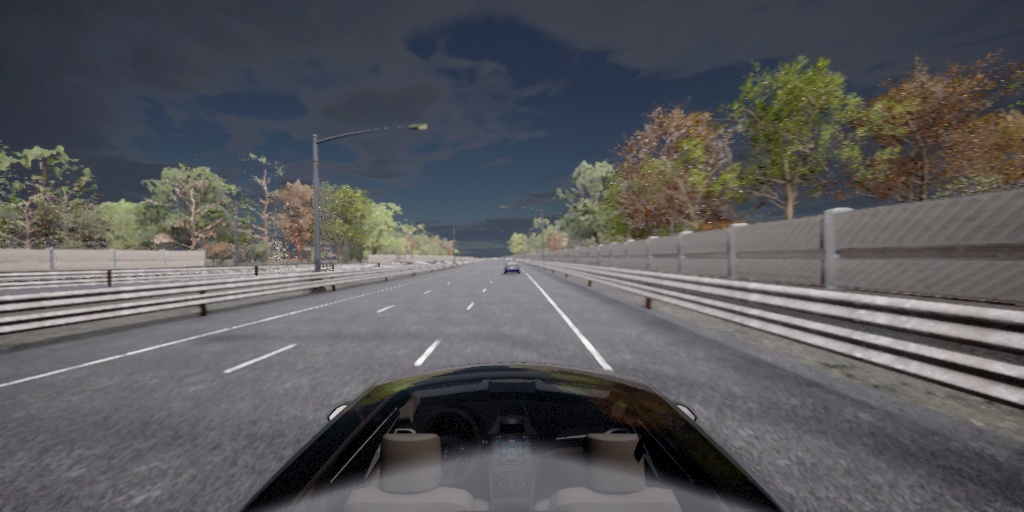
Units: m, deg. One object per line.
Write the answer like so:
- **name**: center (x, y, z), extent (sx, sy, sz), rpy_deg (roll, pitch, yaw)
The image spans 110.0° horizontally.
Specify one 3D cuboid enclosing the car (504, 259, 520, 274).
- **car**: center (0.004, 1.461, 45.525), extent (2.163, 1.488, 4.792), rpy_deg (-1, 0, 0)
